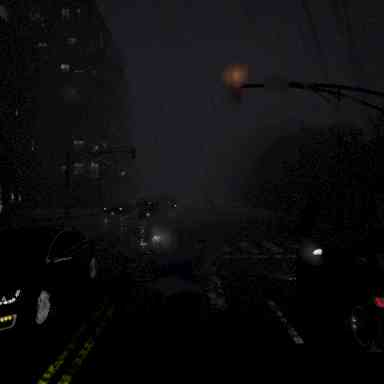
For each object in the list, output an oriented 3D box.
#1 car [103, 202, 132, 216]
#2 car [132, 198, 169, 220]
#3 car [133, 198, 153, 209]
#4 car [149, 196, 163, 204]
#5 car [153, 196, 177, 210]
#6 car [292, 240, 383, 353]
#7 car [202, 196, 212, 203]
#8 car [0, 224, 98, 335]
[{"bbox_3d":[-6.976,1.607,32.134,1.895,1.301,4.718,0,0,4],"label":"car"},{"bbox_3d":[-3.433,1.514,28.376,2.128,1.511,4.902,0,0,0],"label":"car"},{"bbox_3d":[-6.729,1.556,46.249,2.033,1.411,5.357,0,0,0],"label":"car"},{"bbox_3d":[-6.732,1.511,63.297,2.128,1.511,4.902,0,0,0],"label":"car"},{"bbox_3d":[-3.468,1.359,42.555,2.097,1.767,4.553,0,0,0],"label":"car"},{"bbox_3d":[3.334,1.564,6.151,1.994,1.385,4.181,0,0,0],"label":"car"},{"bbox_3d":[3.116,1.503,70.611,1.882,1.535,5.008,0,0,0],"label":"car"},{"bbox_3d":[-3.370,1.504,6.959,1.837,1.490,4.892,0,0,0],"label":"car"}]
